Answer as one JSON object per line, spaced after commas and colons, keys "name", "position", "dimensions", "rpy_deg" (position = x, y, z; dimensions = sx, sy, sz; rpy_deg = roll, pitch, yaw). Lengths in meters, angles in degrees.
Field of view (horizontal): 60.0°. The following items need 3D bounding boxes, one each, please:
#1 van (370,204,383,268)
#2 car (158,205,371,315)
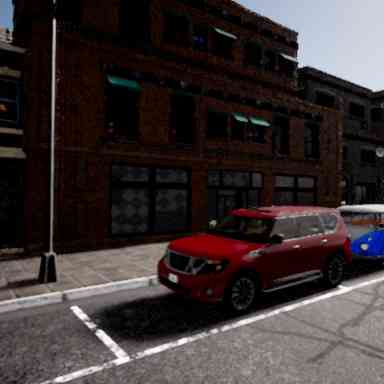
{"name": "van", "position": [6.122, 1.307, 10.844], "dimensions": [3.998, 1.788, 1.690], "rpy_deg": [0, 1, -35]}
{"name": "car", "position": [1.707, 1.298, 7.723], "dimensions": [5.009, 1.841, 2.192], "rpy_deg": [0, 1, -35]}
